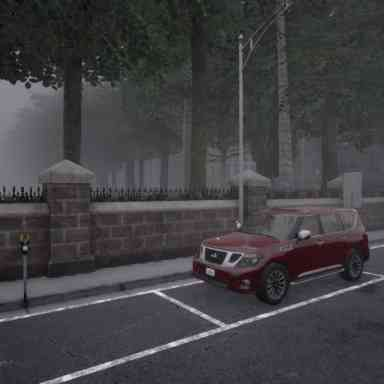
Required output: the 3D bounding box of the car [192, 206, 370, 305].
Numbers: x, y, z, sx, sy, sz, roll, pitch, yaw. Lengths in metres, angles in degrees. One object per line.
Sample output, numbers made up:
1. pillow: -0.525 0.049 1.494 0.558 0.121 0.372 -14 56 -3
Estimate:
1. car: 2.422 1.314 8.261 5.009 1.841 2.192 0 0 -36
